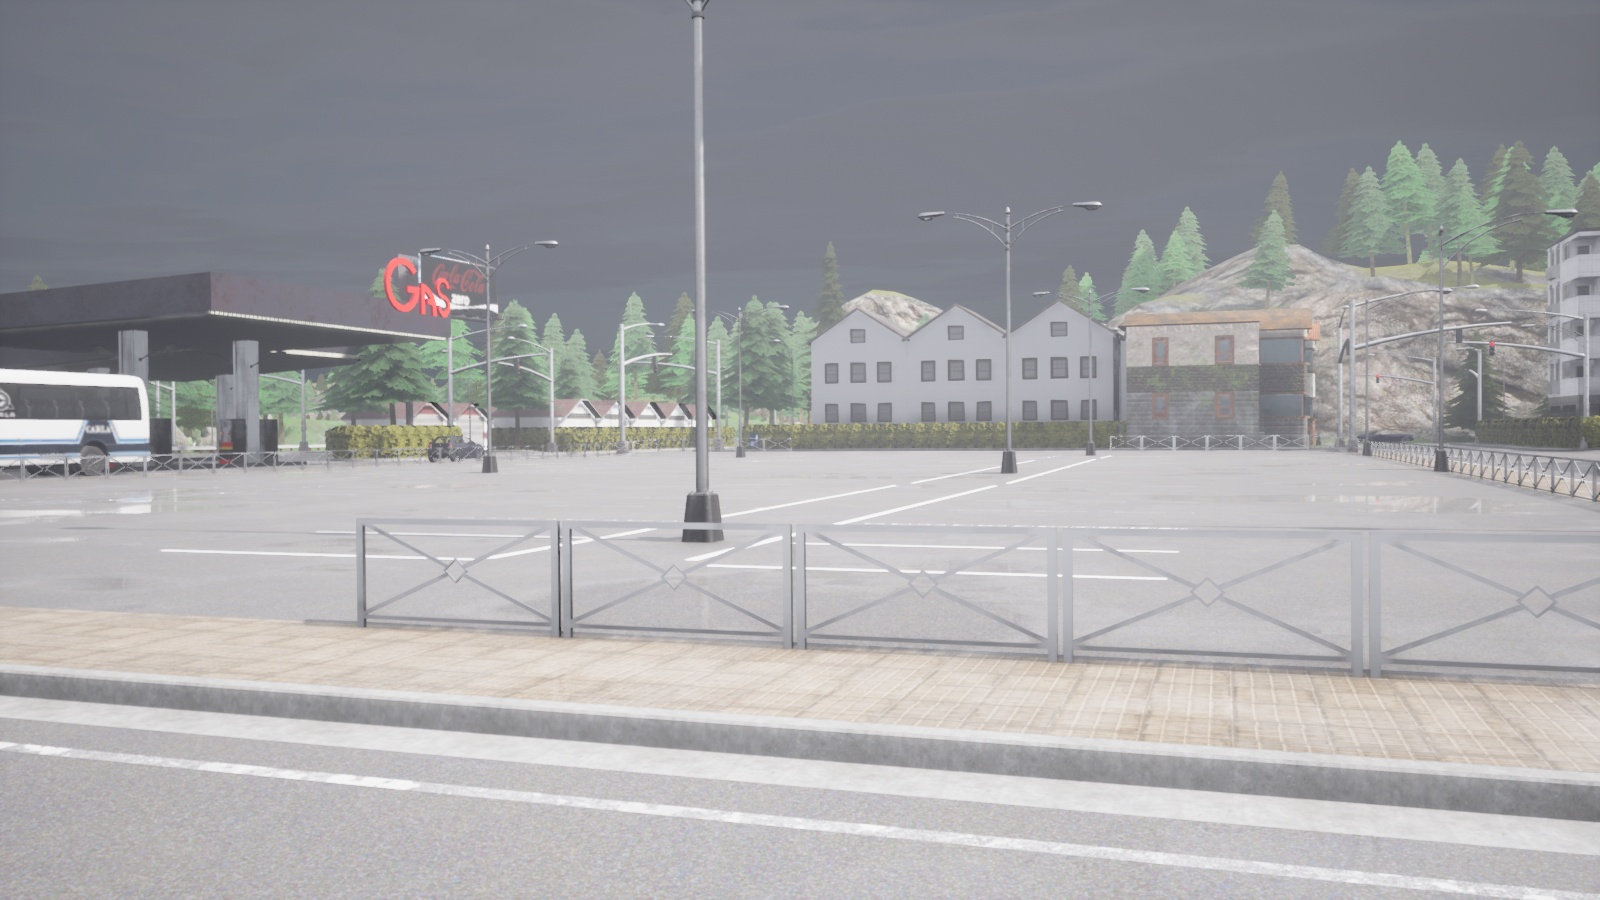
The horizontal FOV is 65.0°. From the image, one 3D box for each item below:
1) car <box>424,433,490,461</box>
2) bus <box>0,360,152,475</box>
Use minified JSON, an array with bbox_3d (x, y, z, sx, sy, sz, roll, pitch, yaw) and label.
[{"bbox_3d":[-19.360,-0.184,71.047,1.845,1.501,3.633,0,1,19],"label":"car"},{"bbox_3d":[-30.938,-1.244,48.806,3.944,4.253,10.273,0,1,19],"label":"bus"}]
